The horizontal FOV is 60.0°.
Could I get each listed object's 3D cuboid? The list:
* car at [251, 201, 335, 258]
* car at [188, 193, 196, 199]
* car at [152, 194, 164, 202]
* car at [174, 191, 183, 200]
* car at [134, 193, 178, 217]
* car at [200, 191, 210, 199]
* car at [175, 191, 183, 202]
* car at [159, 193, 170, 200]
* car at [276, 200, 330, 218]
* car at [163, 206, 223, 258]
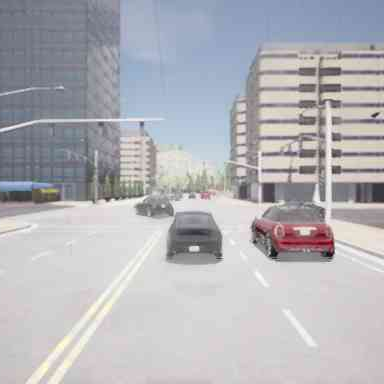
[{"bbox_3d":[3.586,1.289,12.651,2.097,1.767,4.553,0,0,0],"label":"car"},{"bbox_3d":[0.079,1.095,86.753,1.812,1.442,4.674,0,0,0],"label":"car"},{"bbox_3d":[-6.940,1.219,68.039,1.994,1.385,4.181,0,0,0],"label":"car"},{"bbox_3d":[-3.423,0.806,84.188,2.150,2.045,5.566,0,0,0],"label":"car"},{"bbox_3d":[-3.463,1.207,29.320,2.097,1.767,4.553,0,0,-30],"label":"car"},{"bbox_3d":[3.578,0.795,85.641,2.150,2.045,5.566,0,0,0],"label":"car"},{"bbox_3d":[-3.441,1.178,68.046,2.128,1.511,4.902,0,0,0],"label":"car"},{"bbox_3d":[-6.923,1.107,84.181,2.128,1.511,4.902,0,0,0],"label":"car"},{"bbox_3d":[9.486,1.423,28.429,4.181,1.385,1.994,0,0,-26],"label":"car"},{"bbox_3d":[0.085,1.443,12.456,1.837,1.490,4.892,0,0,0],"label":"car"}]
